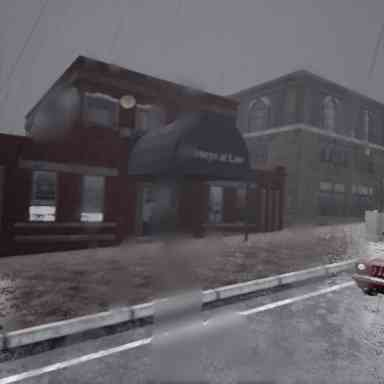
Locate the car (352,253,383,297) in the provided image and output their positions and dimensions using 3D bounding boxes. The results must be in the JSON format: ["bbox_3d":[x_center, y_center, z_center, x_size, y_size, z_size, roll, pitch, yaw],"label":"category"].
[{"bbox_3d":[5.695,1.649,7.578,4.718,1.301,1.895,0,0,-35],"label":"car"}]
